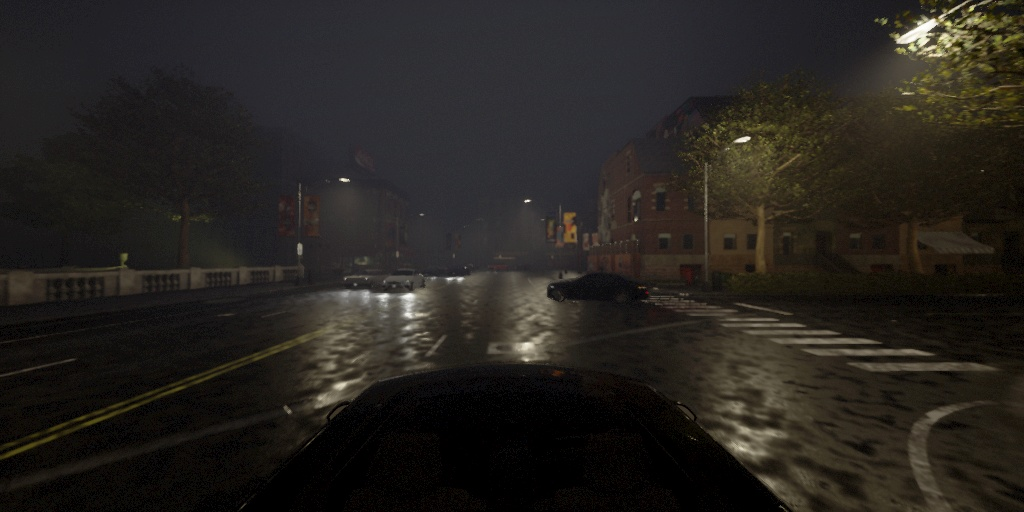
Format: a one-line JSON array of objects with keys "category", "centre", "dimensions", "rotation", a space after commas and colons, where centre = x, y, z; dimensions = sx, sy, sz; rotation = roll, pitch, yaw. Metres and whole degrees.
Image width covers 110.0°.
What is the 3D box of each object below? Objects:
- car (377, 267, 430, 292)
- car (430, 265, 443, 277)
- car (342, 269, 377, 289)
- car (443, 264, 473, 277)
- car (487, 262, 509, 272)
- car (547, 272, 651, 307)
[{"category": "car", "centre": [-7.082, 1.556, 23.878], "dimensions": [1.812, 1.442, 4.674], "rotation": [0, -1, 0]}, {"category": "car", "centre": [-9.753, 1.852, 45.636], "dimensions": [2.033, 1.411, 5.357], "rotation": [0, -1, 10]}, {"category": "car", "centre": [-10.584, 1.663, 26.452], "dimensions": [1.895, 1.301, 4.718], "rotation": [0, -1, 0]}, {"category": "car", "centre": [-6.463, 1.841, 43.367], "dimensions": [1.994, 1.385, 4.181], "rotation": [0, -1, 8]}, {"category": "car", "centre": [-2.525, 1.904, 65.198], "dimensions": [2.097, 1.767, 4.553], "rotation": [0, -1, 31]}, {"category": "car", "centre": [3.962, 1.466, 16.698], "dimensions": [4.674, 1.442, 1.812], "rotation": [0, 0, 27]}]
